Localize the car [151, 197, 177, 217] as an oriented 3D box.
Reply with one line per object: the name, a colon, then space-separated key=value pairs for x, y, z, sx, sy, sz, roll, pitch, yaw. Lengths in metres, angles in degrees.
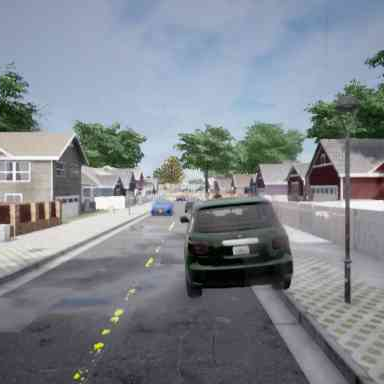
car: x=-2.747 y=1.434 z=31.527 sx=1.882 sy=1.535 sz=5.008 roll=0 pitch=0 yaw=0

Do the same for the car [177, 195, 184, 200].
car: x=-2.505 y=1.411 z=75.526 sx=2.033 sy=1.411 sz=5.357 roll=0 pitch=0 yaw=0

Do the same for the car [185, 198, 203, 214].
car: x=0.189 y=1.452 z=36.234 sx=1.837 sy=1.490 sz=4.892 roll=0 pitch=0 yaw=0

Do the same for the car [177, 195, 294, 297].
car: x=0.902 y=1.141 z=8.673 sx=2.150 sy=2.045 sz=5.566 roll=-5 pitch=0 yaw=0

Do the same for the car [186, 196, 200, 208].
car: x=0.182 y=1.404 z=46.601 sx=1.882 sy=1.535 sz=5.008 roll=0 pitch=0 yaw=1
